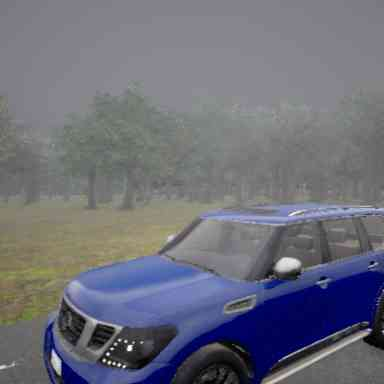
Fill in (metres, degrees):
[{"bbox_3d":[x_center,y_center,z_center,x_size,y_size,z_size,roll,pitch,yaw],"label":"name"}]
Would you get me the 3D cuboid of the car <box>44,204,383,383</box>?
[{"bbox_3d":[0.990,1.226,4.694,5.566,2.045,2.150,0,0,-35],"label":"car"}]
